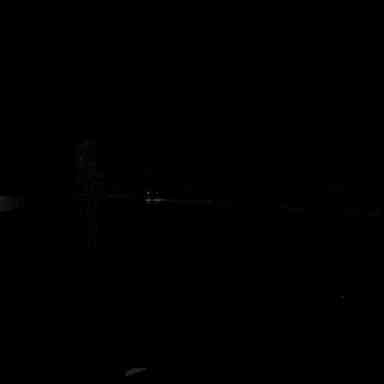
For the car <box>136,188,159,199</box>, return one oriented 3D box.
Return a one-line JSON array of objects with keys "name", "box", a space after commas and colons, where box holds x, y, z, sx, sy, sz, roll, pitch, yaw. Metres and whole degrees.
[{"name": "car", "box": [-7.049, 0.189, 52.605, 2.097, 1.767, 4.553, -1, 2, -35]}]
